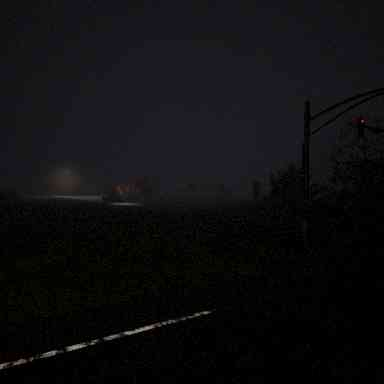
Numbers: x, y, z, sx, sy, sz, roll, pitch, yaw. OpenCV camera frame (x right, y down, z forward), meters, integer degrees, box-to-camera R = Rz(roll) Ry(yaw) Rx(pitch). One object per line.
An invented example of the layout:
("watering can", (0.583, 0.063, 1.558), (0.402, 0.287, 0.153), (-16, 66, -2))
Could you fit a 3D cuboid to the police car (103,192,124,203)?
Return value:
("police car", (-11.780, 0.822, 49.809), (2.038, 1.542, 4.974), (1, 0, -32))
